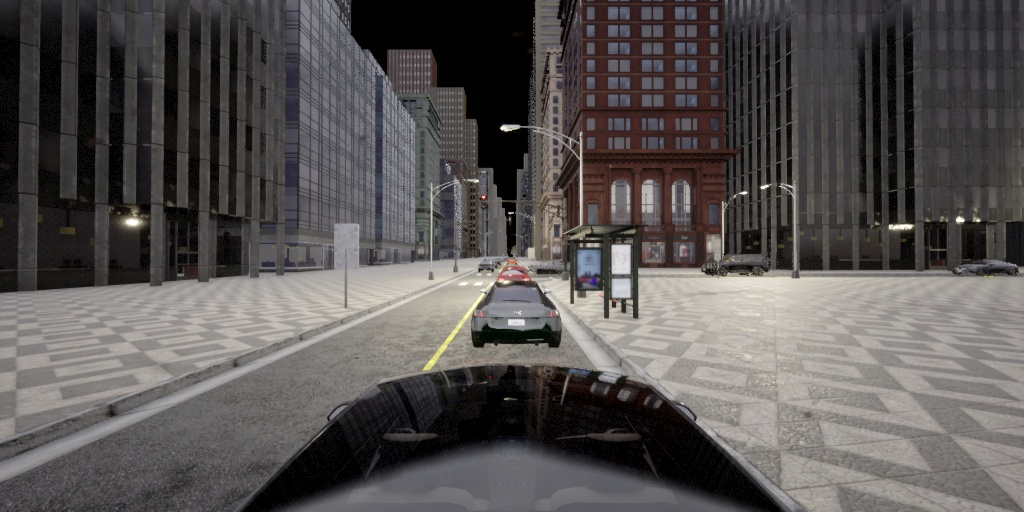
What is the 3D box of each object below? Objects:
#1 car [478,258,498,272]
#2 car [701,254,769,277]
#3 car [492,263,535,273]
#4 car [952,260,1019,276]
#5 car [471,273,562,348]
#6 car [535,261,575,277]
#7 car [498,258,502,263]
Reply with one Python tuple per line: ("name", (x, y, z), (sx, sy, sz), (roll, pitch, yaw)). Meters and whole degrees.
("car", (-3.110, 1.244, 44.202), (2.033, 1.411, 5.357), (0, 0, 0))
("car", (20.616, 0.889, 33.239), (5.566, 2.045, 2.150), (0, -1, 0))
("car", (0.110, 1.269, 19.105), (1.812, 1.442, 4.674), (0, 0, 1))
("car", (43.774, 1.104, 33.159), (4.674, 1.442, 1.812), (0, -1, 0))
("car", (0.095, 1.314, 9.270), (1.994, 1.385, 4.181), (0, 0, 0))
("car", (3.674, 1.222, 34.428), (4.902, 1.511, 2.128), (0, 0, 18))
("car", (-3.114, 1.162, 54.663), (2.128, 1.511, 4.902), (0, 0, 0))
